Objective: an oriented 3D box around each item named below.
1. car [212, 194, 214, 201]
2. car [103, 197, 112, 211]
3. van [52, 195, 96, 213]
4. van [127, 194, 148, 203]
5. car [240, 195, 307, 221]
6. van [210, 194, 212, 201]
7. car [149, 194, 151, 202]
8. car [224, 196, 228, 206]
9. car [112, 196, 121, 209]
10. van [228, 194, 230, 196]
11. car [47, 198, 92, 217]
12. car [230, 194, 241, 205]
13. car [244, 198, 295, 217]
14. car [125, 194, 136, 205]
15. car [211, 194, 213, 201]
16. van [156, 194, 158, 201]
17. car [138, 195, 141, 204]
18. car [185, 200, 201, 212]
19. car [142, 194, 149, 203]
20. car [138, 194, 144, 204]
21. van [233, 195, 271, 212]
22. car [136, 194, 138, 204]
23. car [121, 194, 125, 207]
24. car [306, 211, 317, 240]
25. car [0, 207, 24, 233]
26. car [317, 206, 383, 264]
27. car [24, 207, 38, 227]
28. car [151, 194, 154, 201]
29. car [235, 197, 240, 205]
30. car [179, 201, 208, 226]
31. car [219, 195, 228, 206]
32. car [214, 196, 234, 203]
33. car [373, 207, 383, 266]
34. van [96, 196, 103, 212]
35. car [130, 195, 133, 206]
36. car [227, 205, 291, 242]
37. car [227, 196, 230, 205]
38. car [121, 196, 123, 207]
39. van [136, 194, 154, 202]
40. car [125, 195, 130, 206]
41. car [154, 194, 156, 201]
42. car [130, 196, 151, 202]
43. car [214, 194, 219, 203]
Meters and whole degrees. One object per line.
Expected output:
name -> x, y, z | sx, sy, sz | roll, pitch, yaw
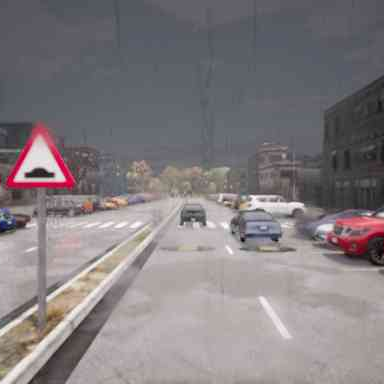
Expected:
car -> 7.617, 1.744, 74.754 | 4.892, 1.521, 2.231 | 0, 0, 0
car -> -12.595, 1.640, 40.150 | 4.674, 1.452, 2.002 | 0, 0, 0
van -> -12.713, 1.360, 34.592 | 4.442, 1.987, 1.878 | 0, 0, 0
van -> -12.455, 1.510, 76.279 | 4.442, 1.987, 1.878 | 0, 0, 0
car -> 7.661, 1.359, 30.635 | 5.566, 2.045, 2.435 | 0, 0, 0
van -> 7.504, 1.567, 82.903 | 4.442, 1.987, 1.878 | 0, 0, 0
car -> -12.388, 1.716, 73.498 | 5.366, 1.575, 1.946 | 0, 0, 0
car -> 7.626, 1.690, 49.939 | 4.674, 1.452, 2.002 | 0, 0, 0
car -> -12.406, 1.603, 42.930 | 5.366, 1.575, 1.946 | 0, 0, 0
van -> 7.746, 1.418, 47.183 | 4.442, 1.987, 1.878 | 0, 0, 0
car -> -12.591, 1.579, 31.812 | 4.892, 1.521, 2.231 | 0, 0, 0
car -> 7.660, 1.378, 38.910 | 5.566, 2.045, 2.435 | 0, 0, 0
car -> 7.663, 1.491, 33.270 | 4.553, 1.767, 2.185 | 0, 0, 0
car -> -12.552, 1.517, 56.824 | 4.553, 1.767, 2.185 | 0, 0, 0
car -> 7.808, 1.756, 77.510 | 5.366, 1.575, 1.946 | 0, 0, 0
van -> -12.446, 1.634, 92.952 | 4.442, 1.987, 1.878 | 0, 0, 0
car -> -12.577, 1.703, 62.383 | 4.674, 1.452, 2.002 | 0, 0, 0
car -> 0.090, 1.755, 41.798 | 1.895, 1.301, 4.718 | 0, 0, 0
car -> -12.547, 1.452, 70.722 | 5.566, 2.045, 2.435 | 0, 0, 0
car -> -12.572, 1.677, 65.162 | 4.892, 1.521, 2.231 | 0, 0, 0
van -> 7.514, 1.408, 41.667 | 4.442, 1.987, 1.878 | 0, 0, 0
car -> -12.550, 1.527, 59.605 | 4.553, 1.767, 2.185 | 0, 0, 0
car -> -12.619, 1.494, 48.488 | 4.553, 1.767, 2.185 | 0, 0, 0
car -> 7.639, 1.591, 14.088 | 4.674, 1.452, 2.002 | 0, 0, 0
car -> -12.577, 1.285, 17.914 | 5.566, 2.045, 2.435 | 0, 0, 0
car -> 7.609, 1.286, 11.331 | 5.566, 2.045, 2.435 | 0, 0, 0
car -> -12.575, 1.575, 20.694 | 4.792, 1.488, 2.163 | 0, 0, 0
car -> -12.542, 1.502, 79.057 | 5.566, 2.045, 2.435 | 0, 0, 0
car -> 7.627, 1.623, 36.026 | 5.008, 1.535, 2.097 | 0, 0, 0
car -> 0.086, 1.618, 24.792 | 1.837, 1.490, 4.892 | 0, 0, 0
car -> 7.443, 1.653, 52.697 | 5.366, 1.575, 1.946 | 0, 0, 0
car -> 7.620, 1.815, 80.268 | 4.674, 1.452, 2.002 | 0, 0, 0
car -> 7.606, 1.398, 8.573 | 4.553, 1.767, 2.185 | 0, 0, 0
van -> -12.711, 1.367, 37.371 | 4.442, 1.987, 1.878 | 0, 0, 0
car -> -12.591, 1.635, 54.046 | 4.892, 1.521, 2.231 | 0, 0, 0
car -> 3.088, 1.625, 16.955 | 2.033, 1.411, 5.357 | 0, 0, 0
car -> 7.636, 1.639, 44.425 | 5.008, 1.535, 2.097 | 0, 0, 0
car -> -12.584, 1.613, 45.709 | 5.008, 1.535, 2.097 | 0, 0, 0
van -> -12.681, 1.611, 90.175 | 4.442, 1.987, 1.878 | 0, 0, 0
car -> -12.582, 1.626, 51.269 | 5.008, 1.535, 2.097 | 0, 0, 0
car -> -12.563, 1.853, 87.268 | 4.674, 1.452, 2.002 | 0, 0, 0
car -> -12.562, 1.774, 81.836 | 4.892, 1.521, 2.231 | 0, 0, 0
car -> 7.654, 1.439, 63.727 | 5.566, 2.045, 2.435 | 0, 0, 0
